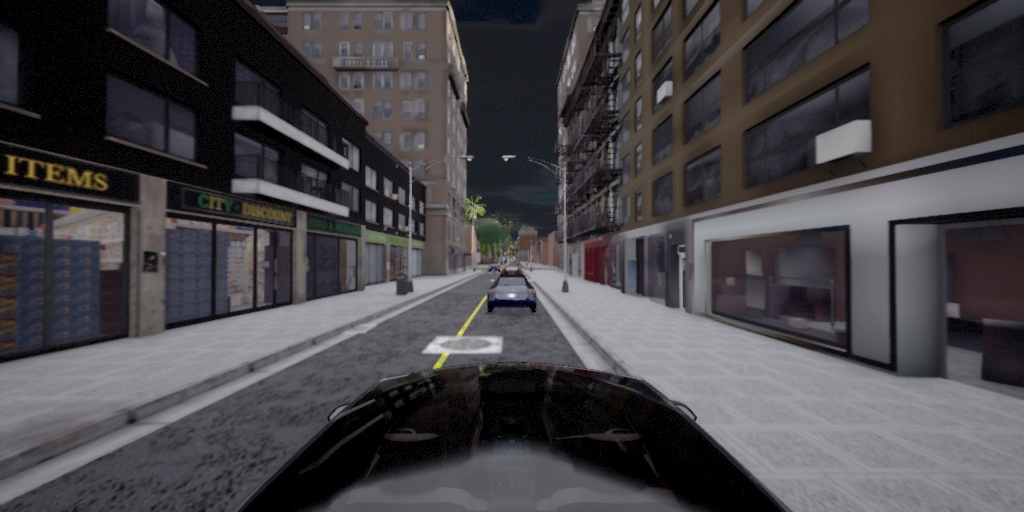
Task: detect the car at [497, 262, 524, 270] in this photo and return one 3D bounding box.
[{"bbox_3d":[-0.005,1.541,31.097,1.882,1.535,5.008,0,0,0],"label":"car"}]

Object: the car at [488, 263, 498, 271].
[{"bbox_3d":[-2.825,1.923,58.388,2.033,1.411,5.357,0,-1,0],"label":"car"}]

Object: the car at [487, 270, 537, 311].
[{"bbox_3d":[0.005,1.457,15.269,1.994,1.385,4.181,0,-1,0],"label":"car"}]
